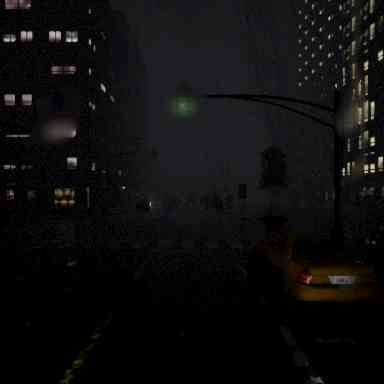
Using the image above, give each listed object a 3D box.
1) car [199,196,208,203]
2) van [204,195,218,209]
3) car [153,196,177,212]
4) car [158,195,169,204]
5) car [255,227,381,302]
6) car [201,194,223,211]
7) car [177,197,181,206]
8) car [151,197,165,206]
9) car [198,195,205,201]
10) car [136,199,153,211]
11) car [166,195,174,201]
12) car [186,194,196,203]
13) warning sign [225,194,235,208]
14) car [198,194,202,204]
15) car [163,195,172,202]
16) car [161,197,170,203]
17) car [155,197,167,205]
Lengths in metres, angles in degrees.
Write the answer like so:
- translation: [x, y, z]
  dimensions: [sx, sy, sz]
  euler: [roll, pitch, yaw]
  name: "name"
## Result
- translation: [2.547, 1.643, 73.630]
  dimensions: [1.887, 1.381, 4.507]
  euler: [0, 0, 0]
  name: "car"
- translation: [2.599, 1.384, 45.996]
  dimensions: [1.690, 1.788, 3.998]
  euler: [0, 0, 0]
  name: "van"
- translation: [-3.174, 1.512, 39.880]
  dimensions: [1.882, 1.535, 5.008]
  euler: [0, 0, 0]
  name: "car"
- translation: [-5.823, 1.527, 68.087]
  dimensions: [1.967, 1.590, 4.097]
  euler: [0, 0, 0]
  name: "car"
- translation: [2.671, 1.529, 8.227]
  dimensions: [1.752, 1.417, 4.829]
  euler: [0, 0, 0]
  name: "car"
- translation: [2.609, 1.350, 40.470]
  dimensions: [2.192, 1.841, 5.009]
  euler: [0, 0, 0]
  name: "car"
- translation: [-3.192, 1.652, 51.155]
  dimensions: [1.895, 1.301, 4.718]
  euler: [0, 0, 0]
  name: "car"
- translation: [-5.801, 1.613, 57.034]
  dimensions: [2.008, 1.369, 4.403]
  euler: [0, 0, 0]
  name: "car"
- translation: [2.516, 1.665, 90.379]
  dimensions: [1.752, 1.417, 4.829]
  euler: [0, 0, 0]
  name: "car"
- translation: [-5.769, 1.585, 40.454]
  dimensions: [2.008, 1.369, 4.403]
  euler: [0, 0, 0]
  name: "car"
- translation: [-5.864, 1.664, 90.024]
  dimensions: [1.752, 1.417, 4.829]
  euler: [0, 0, 0]
  name: "car"
- translation: [-0.131, 1.636, 69.241]
  dimensions: [2.033, 1.411, 5.357]
  euler: [0, 0, 0]
  name: "car"
- translation: [4.990, 1.154, 43.732]
  dimensions: [1.300, 1.860, 1.060]
  euler: [0, 0, 0]
  name: "warning sign"
- translation: [2.567, 1.389, 62.576]
  dimensions: [2.192, 1.841, 5.009]
  euler: [0, 0, 0]
  name: "car"
- translation: [-5.844, 1.551, 79.140]
  dimensions: [1.967, 1.590, 4.097]
  euler: [0, 0, 0]
  name: "car"
- translation: [-5.833, 1.681, 73.614]
  dimensions: [1.802, 1.307, 4.206]
  euler: [0, 0, 0]
  name: "car"
- translation: [-5.812, 1.619, 62.559]
  dimensions: [1.887, 1.381, 4.507]
  euler: [0, 0, 0]
  name: "car"
